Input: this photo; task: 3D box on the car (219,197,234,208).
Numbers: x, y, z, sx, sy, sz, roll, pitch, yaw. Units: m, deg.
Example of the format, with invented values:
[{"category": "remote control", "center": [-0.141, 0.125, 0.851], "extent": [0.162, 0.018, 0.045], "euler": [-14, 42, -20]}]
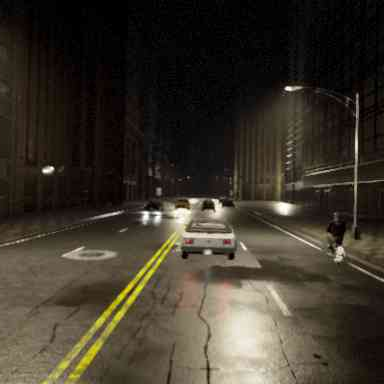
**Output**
[{"category": "car", "center": [6.039, 1.885, 56.402], "extent": [1.994, 1.385, 4.181], "euler": [1, 0, 3]}]

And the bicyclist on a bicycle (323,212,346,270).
[{"category": "bicyclist on a bicycle", "center": [4.579, 1.529, 10.748], "extent": [0.659, 1.776, 1.843], "euler": [1, 0, 3]}]

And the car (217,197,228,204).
[{"category": "car", "center": [6.857, 1.858, 74.714], "extent": [2.128, 1.511, 4.902], "euler": [1, 0, 3]}]

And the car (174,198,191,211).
[{"category": "car", "center": [-1.228, 1.620, 44.494], "extent": [1.882, 1.535, 5.008], "euler": [1, 0, 3]}]

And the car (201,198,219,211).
[{"category": "car", "center": [2.172, 1.765, 43.908], "extent": [2.033, 1.411, 5.357], "euler": [1, 0, 3]}]

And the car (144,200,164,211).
[{"category": "car", "center": [-4.652, 1.659, 41.370], "extent": [1.895, 1.301, 4.718], "euler": [1, 0, 3]}]

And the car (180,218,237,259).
[{"category": "car", "center": [0.640, 1.680, 13.047], "extent": [1.895, 1.301, 4.718], "euler": [1, 0, 3]}]
